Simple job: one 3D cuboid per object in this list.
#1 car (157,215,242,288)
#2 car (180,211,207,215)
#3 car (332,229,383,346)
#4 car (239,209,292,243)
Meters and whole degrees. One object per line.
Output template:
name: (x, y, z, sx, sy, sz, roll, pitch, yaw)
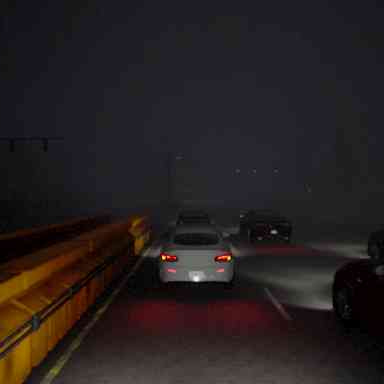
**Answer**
car: (0.092, 1.601, 9.356, 1.812, 1.442, 4.674, 0, 0, 0)
car: (0.086, 1.758, 19.735, 1.895, 1.301, 4.718, 0, 0, 0)
car: (3.594, 1.386, 4.229, 2.097, 1.767, 4.553, 0, -1, 0)
car: (3.588, 1.613, 17.015, 1.882, 1.535, 5.008, 0, 0, 0)
